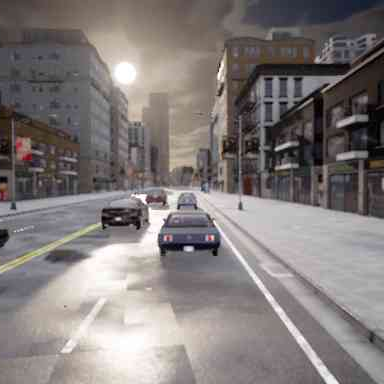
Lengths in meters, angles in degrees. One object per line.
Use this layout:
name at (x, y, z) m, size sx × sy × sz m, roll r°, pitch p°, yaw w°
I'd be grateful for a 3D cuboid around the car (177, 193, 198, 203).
car at (-0.446, 0.762, 31.244) m, size 2.033 × 1.411 × 5.357 m, roll 0°, pitch 1°, yaw -1°

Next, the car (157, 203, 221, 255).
car at (-0.114, 1.302, 11.811) m, size 1.895 × 1.301 × 4.718 m, roll 0°, pitch 1°, yaw -1°

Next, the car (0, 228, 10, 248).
car at (-6.737, 1.409, 8.422) m, size 1.895 × 1.301 × 4.718 m, roll 0°, pitch 1°, yaw -1°

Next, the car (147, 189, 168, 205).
car at (-3.777, 0.461, 35.950) m, size 2.097 × 1.767 × 4.553 m, roll 0°, pitch 1°, yaw -1°

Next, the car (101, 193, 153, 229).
car at (-3.455, 1.038, 17.872) m, size 1.882 × 1.535 × 5.008 m, roll 0°, pitch 1°, yaw -1°
